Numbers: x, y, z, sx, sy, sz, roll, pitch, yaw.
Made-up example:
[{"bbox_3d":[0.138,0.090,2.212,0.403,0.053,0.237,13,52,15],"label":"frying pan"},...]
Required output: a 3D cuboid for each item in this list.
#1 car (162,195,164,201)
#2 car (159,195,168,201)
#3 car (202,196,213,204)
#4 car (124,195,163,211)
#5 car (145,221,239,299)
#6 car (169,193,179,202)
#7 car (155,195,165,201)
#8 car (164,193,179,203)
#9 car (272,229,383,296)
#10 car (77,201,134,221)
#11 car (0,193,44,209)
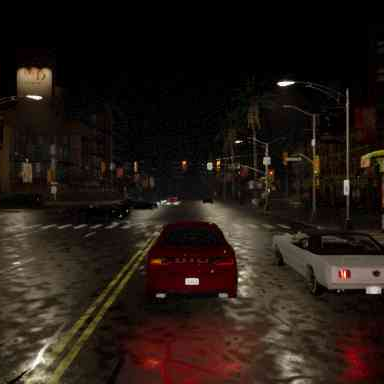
[{"bbox_3d":[-7.674,1.540,71.568,2.033,1.411,5.357,0,0,-1],"label":"car"},{"bbox_3d":[-7.863,1.525,91.178,2.128,1.511,4.902,0,0,-1],"label":"car"},{"bbox_3d":[2.987,1.525,65.233,1.812,1.442,4.674,0,0,-1],"label":"car"},{"bbox_3d":[-6.298,1.491,38.926,4.902,1.511,2.128,0,0,-42],"label":"car"},{"bbox_3d":[-0.006,1.478,8.530,1.882,1.535,5.008,0,0,0],"label":"car"},{"bbox_3d":[-4.261,1.225,80.645,2.150,2.045,5.566,0,0,-1],"label":"car"},{"bbox_3d":[-7.765,1.524,81.063,1.812,1.442,4.674,0,0,-1],"label":"car"},{"bbox_3d":[-4.171,1.355,71.306,2.097,1.767,4.553,0,0,-1],"label":"car"},{"bbox_3d":[3.495,1.601,8.618,1.895,1.301,4.718,0,0,0],"label":"car"},{"bbox_3d":[-7.387,1.601,27.607,4.718,1.301,1.895,0,0,36],"label":"car"},{"bbox_3d":[-23.491,1.221,46.011,5.566,2.045,2.150,0,0,-2],"label":"car"}]
